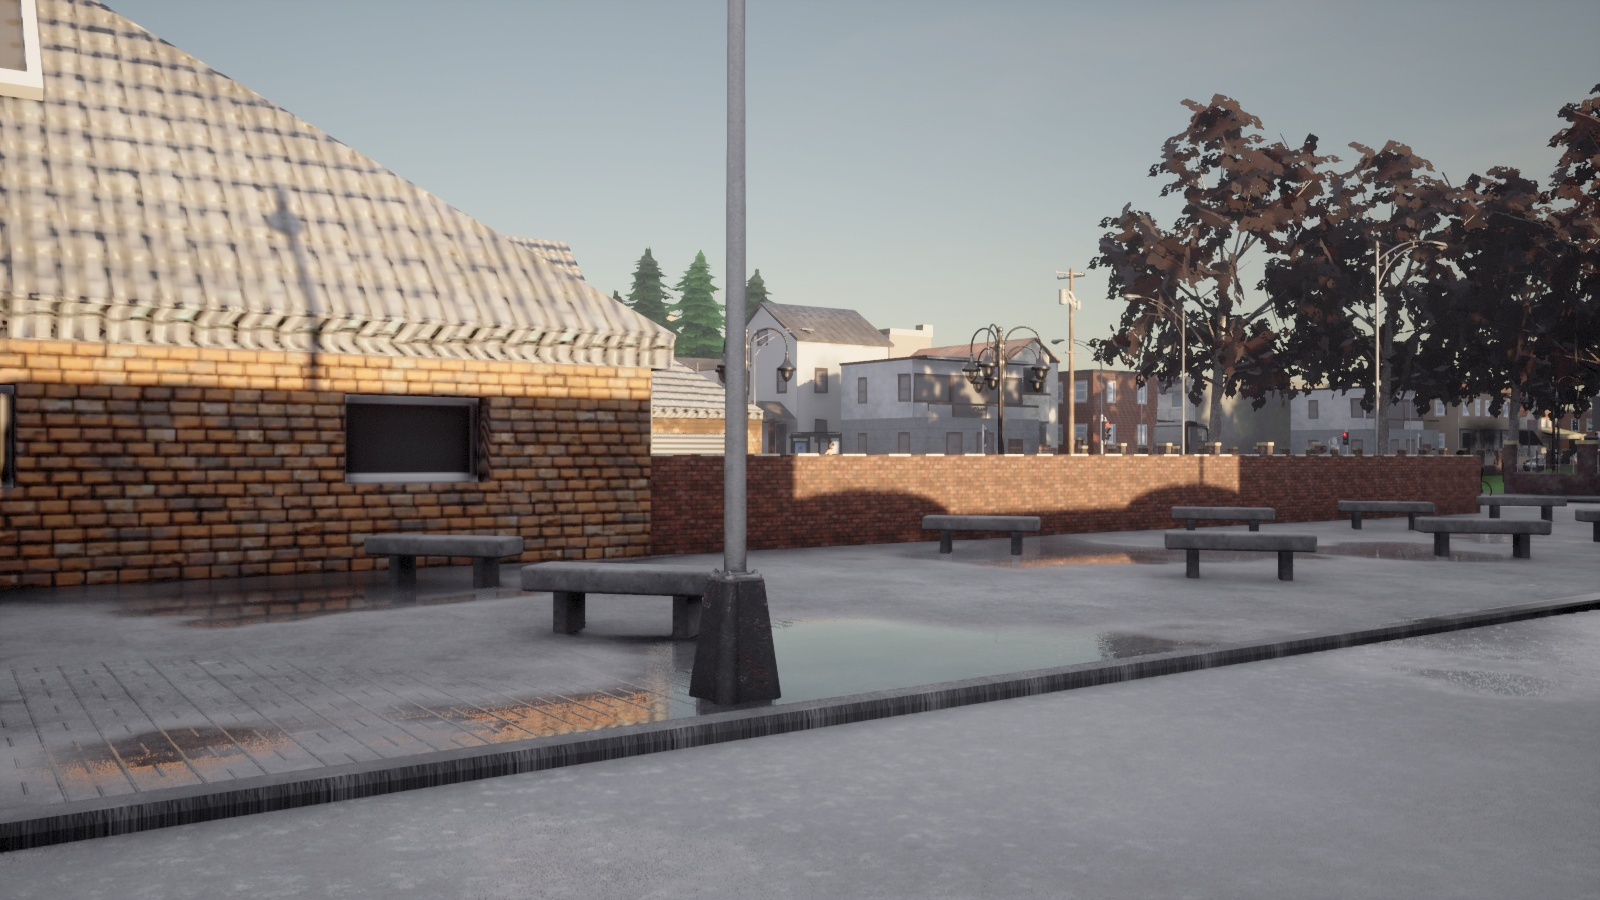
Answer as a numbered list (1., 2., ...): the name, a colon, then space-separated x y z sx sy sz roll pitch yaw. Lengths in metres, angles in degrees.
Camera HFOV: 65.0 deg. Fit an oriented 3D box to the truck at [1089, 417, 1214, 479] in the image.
1. truck: 20.808 -0.100 74.047 7.936 3.462 2.891 0 0 -37
